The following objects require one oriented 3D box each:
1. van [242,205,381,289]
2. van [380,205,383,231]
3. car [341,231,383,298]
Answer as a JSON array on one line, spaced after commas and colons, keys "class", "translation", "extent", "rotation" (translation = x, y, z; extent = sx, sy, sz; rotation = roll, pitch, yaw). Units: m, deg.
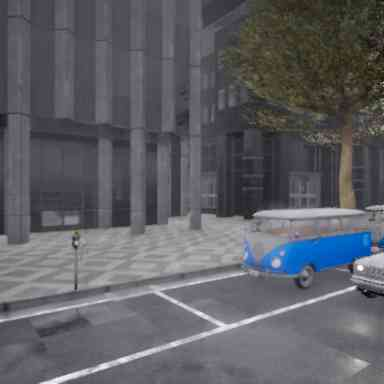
[{"class": "van", "translation": [3.147, 1.348, 8.893], "extent": [3.998, 1.788, 1.690], "rotation": [0, 0, -36]}, {"class": "van", "translation": [7.720, 1.353, 12.157], "extent": [3.998, 1.788, 1.690], "rotation": [0, 0, -36]}, {"class": "car", "translation": [5.537, 1.608, 7.331], "extent": [4.718, 1.301, 1.895], "rotation": [0, 0, -36]}]
